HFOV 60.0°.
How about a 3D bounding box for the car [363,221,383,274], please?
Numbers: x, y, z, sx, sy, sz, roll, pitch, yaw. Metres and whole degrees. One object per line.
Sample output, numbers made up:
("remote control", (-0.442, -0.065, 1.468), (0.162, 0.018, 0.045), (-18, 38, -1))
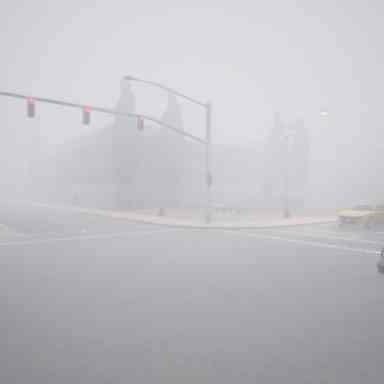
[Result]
("car", (6.911, 1.531, 8.790), (5.357, 1.411, 2.033), (0, 0, -37))

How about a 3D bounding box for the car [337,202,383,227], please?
("car", (11.208, 1.435, 21.243), (5.008, 1.535, 1.882), (0, 0, -38))
